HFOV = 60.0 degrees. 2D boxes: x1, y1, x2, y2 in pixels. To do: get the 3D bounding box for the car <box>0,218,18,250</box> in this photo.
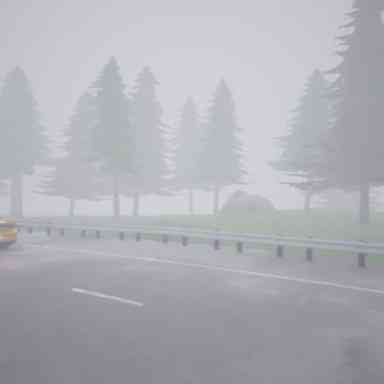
[{"bbox_3d":[-8.925,1.446,12.697,5.008,1.535,1.882,0,0,26],"label":"car"}]
